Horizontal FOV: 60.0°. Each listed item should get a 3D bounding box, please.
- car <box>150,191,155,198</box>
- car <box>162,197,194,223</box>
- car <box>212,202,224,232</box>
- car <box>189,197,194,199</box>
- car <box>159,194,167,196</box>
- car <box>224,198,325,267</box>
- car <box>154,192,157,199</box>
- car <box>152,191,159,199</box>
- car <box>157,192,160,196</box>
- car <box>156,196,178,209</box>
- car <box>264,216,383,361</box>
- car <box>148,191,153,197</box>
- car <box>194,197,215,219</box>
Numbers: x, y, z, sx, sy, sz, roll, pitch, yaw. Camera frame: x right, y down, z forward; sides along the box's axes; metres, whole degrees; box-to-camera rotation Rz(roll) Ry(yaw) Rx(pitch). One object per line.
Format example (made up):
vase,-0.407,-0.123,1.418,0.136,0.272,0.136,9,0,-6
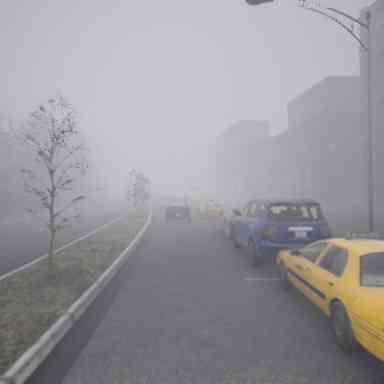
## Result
car,-9.133,1.174,88.257,2.163,1.488,4.792,0,0,-12
car,-1.171,1.444,25.593,1.882,1.535,5.008,0,0,-5
car,2.531,1.475,17.084,2.231,1.521,4.892,0,0,-3
car,0.293,1.409,39.311,1.946,1.575,5.366,0,0,-7
car,-4.686,1.292,66.485,2.231,1.521,4.892,0,0,-12
car,2.798,1.230,11.542,2.435,2.045,5.566,0,0,-2
car,-6.913,1.252,77.387,2.163,1.488,4.792,0,0,-12
car,-8.016,1.225,82.792,2.002,1.452,4.674,0,0,-12
car,-5.797,1.298,71.923,2.002,1.452,4.674,0,0,-12
car,-3.271,1.510,42.783,1.895,1.301,4.718,0,0,-9
car,2.984,1.480,6.135,1.946,1.575,5.366,0,0,-1
car,-10.240,0.848,93.688,2.435,2.045,5.566,0,0,-12
car,1.607,1.442,28.371,1.946,1.575,5.366,0,0,-5
